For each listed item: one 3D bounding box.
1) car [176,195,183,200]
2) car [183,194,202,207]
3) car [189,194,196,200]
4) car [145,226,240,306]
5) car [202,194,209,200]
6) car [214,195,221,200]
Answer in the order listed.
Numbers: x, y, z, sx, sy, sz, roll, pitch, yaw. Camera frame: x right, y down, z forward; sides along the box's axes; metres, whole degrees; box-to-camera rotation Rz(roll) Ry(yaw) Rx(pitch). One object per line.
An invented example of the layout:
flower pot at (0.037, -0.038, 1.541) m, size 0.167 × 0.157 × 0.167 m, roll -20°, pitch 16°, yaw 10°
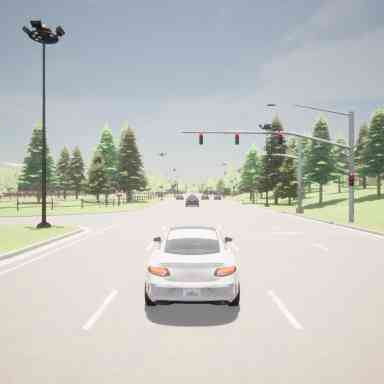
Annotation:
car at (-3.375, 1.552, 93.205) m, size 1.994 × 1.385 × 4.181 m, roll 0°, pitch 0°, yaw 0°
car at (0.070, 1.352, 51.757) m, size 2.097 × 1.767 × 4.553 m, roll 0°, pitch 0°, yaw 0°
car at (0.125, 1.355, 93.204) m, size 2.097 × 1.767 × 4.553 m, roll 0°, pitch 0°, yaw 0°
car at (0.017, 1.526, 7.884) m, size 1.812 × 1.442 × 4.674 m, roll 0°, pitch 0°, yaw 0°
car at (3.625, 1.355, 93.199) m, size 2.097 × 1.767 × 4.553 m, roll 0°, pitch 0°, yaw 0°
car at (7.125, 1.525, 93.224) m, size 2.128 × 1.511 × 4.902 m, roll 0°, pitch 0°, yaw 0°
